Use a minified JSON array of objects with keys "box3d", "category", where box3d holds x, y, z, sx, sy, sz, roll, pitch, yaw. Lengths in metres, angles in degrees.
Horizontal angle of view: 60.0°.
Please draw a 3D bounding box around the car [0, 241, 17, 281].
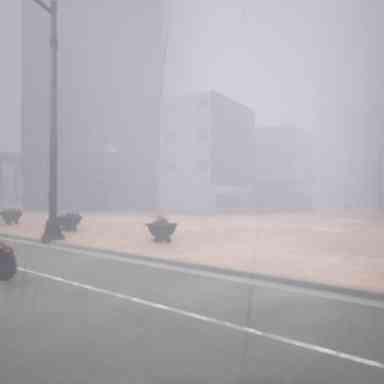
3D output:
[{"box3d":[-6.341,1.524,8.518,4.181,1.385,1.994,0,0,36],"category":"car"}]
